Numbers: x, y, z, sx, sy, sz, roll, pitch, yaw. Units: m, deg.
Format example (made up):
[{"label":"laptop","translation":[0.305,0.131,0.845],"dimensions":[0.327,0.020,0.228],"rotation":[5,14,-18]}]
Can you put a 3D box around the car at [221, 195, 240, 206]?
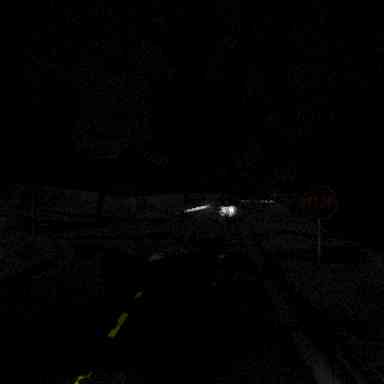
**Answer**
[{"label":"car","translation":[5.319,1.140,45.830],"dimensions":[2.128,1.511,4.902],"rotation":[0,1,19]}]

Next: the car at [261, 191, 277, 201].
[{"label":"car","translation":[16.227,0.797,69.686],"dimensions":[2.150,2.045,5.566],"rotation":[0,0,30]}]
